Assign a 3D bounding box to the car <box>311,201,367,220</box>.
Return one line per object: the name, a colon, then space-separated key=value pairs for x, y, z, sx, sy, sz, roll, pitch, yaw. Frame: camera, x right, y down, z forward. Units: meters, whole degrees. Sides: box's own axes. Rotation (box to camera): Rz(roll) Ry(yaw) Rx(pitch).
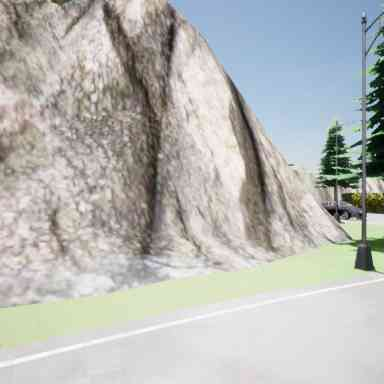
car: x=12.383 y=1.492 z=28.311 sx=2.128 sy=1.511 sz=4.902 roll=0 pitch=0 yaw=-26
